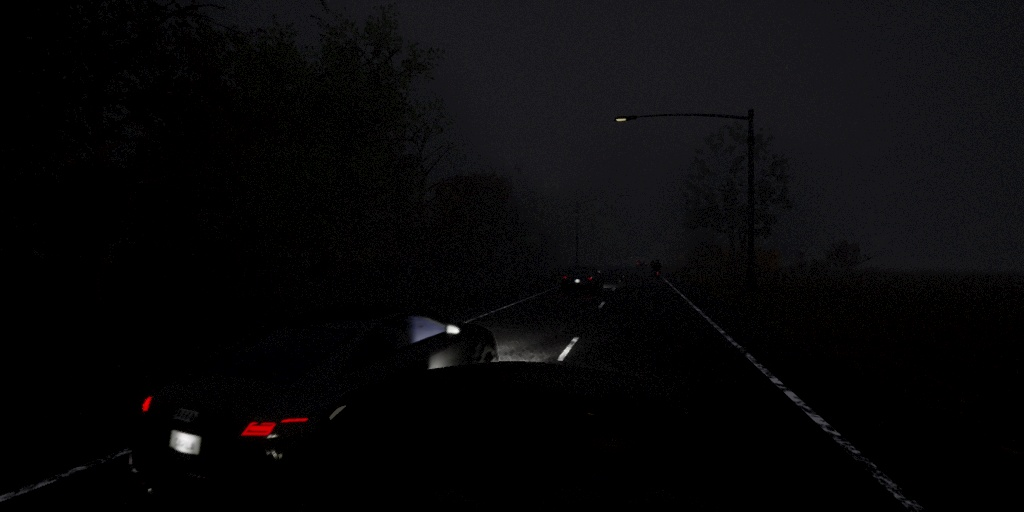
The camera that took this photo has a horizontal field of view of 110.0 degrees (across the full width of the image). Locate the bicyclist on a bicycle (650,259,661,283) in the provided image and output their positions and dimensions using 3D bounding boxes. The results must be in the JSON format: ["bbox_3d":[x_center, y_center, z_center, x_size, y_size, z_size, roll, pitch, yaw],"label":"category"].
[{"bbox_3d":[10.924,1.127,26.997,0.659,1.776,1.843,0,0,19],"label":"bicyclist on a bicycle"}]

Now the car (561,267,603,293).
[{"bbox_3d":[4.180,1.318,21.042,1.994,1.385,4.181,0,0,20],"label":"car"}]

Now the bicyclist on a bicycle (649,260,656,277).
[{"bbox_3d":[13.864,1.212,35.291,0.582,1.620,1.656,0,0,19],"label":"bicyclist on a bicycle"}]

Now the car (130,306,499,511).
[{"bbox_3d":[-1.689,1.314,4.480,1.994,1.385,4.181,0,0,20],"label":"car"}]
